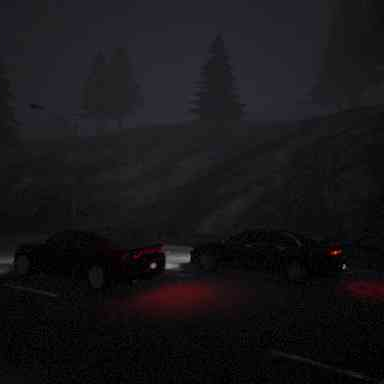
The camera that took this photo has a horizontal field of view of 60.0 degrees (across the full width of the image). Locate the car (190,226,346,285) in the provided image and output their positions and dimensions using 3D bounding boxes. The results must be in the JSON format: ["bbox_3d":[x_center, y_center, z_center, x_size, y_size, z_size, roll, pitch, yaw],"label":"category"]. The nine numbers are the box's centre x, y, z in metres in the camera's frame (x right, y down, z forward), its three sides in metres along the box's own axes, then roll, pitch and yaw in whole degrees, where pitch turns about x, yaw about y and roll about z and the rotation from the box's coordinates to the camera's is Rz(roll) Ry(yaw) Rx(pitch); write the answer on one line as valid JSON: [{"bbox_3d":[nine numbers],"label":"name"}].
[{"bbox_3d":[2.198,1.842,10.583,4.892,1.490,1.837,-1,-2,34],"label":"car"}]

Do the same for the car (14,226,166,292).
[{"bbox_3d":[-3.122,1.746,9.764,5.008,1.535,1.882,-1,-2,31],"label":"car"}]
